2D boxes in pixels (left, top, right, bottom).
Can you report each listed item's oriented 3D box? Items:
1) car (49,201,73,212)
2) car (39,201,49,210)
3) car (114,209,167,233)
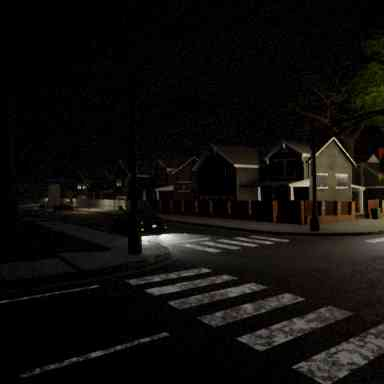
[{"bbox_3d":[-18.235,1.984,47.025,2.128,1.511,4.902,-1,0,-34],"label":"car"},{"bbox_3d":[-24.210,2.186,55.555,1.994,1.385,4.181,-1,0,-35],"label":"car"},{"bbox_3d":[-3.234,1.765,20.400,1.994,1.385,4.181,-1,0,-34],"label":"car"}]
